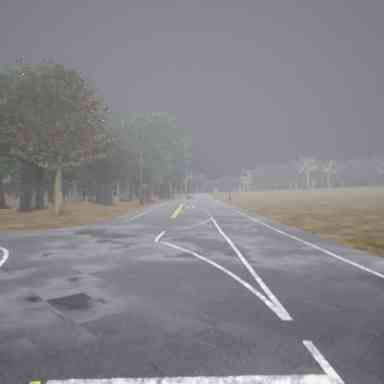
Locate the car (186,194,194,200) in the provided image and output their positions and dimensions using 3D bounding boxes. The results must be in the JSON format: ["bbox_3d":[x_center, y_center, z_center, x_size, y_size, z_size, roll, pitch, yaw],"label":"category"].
[{"bbox_3d":[-0.505,1.249,87.268,1.882,1.535,5.008,0,1,6],"label":"car"}]
